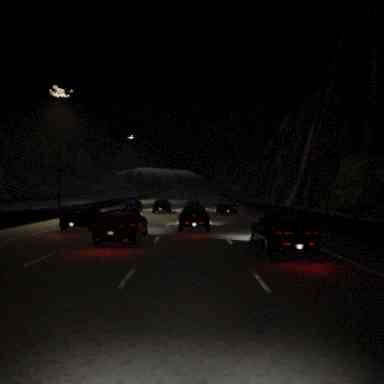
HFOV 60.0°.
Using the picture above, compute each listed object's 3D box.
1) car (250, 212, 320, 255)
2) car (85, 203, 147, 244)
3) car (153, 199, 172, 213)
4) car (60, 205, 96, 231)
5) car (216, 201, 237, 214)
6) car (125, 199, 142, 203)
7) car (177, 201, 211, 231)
[{"bbox_3d":[3.620,1.576,13.592,1.837,1.490,4.892,0,0,0],"label":"car"},{"bbox_3d":[-3.375,1.552,16.263,1.882,1.535,5.008,0,0,0],"label":"car"},{"bbox_3d":[-3.346,1.532,37.584,1.837,1.490,4.892,0,0,0],"label":"car"},{"bbox_3d":[-6.868,1.584,21.372,1.837,1.490,4.892,0,0,0],"label":"car"},{"bbox_3d":[3.652,1.639,35.777,1.895,1.301,4.718,0,0,0],"label":"car"},{"bbox_3d":[-6.844,1.546,38.532,1.812,1.442,4.674,0,0,0],"label":"car"},{"bbox_3d":[0.131,1.585,21.314,1.837,1.490,4.892,0,0,0],"label":"car"}]
